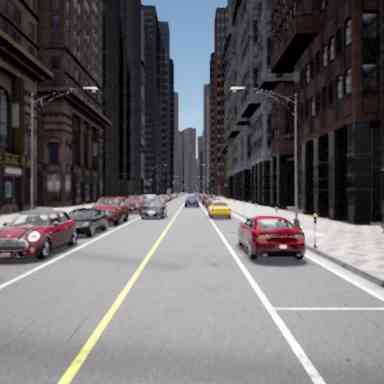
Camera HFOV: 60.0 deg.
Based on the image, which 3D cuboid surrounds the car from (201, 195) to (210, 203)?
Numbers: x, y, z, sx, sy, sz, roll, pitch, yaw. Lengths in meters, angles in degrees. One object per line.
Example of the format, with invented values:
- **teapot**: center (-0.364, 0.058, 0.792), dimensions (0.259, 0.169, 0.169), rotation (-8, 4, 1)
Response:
- **car**: center (2.752, 1.457, 68.504), dimensions (1.752, 1.417, 4.829), rotation (0, 0, 0)

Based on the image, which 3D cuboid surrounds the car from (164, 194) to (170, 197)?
- **car**: center (-5.772, 1.375, 62.716), dimensions (1.967, 1.590, 4.097), rotation (0, 0, 0)

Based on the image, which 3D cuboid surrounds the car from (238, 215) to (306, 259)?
- **car**: center (2.763, 1.528, 12.313), dimensions (1.887, 1.381, 4.507), rotation (0, 0, 0)

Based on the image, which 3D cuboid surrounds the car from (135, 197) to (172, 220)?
- **car**: center (-3.104, 1.456, 27.803), dimensions (2.128, 1.511, 4.902), rotation (0, 0, 0)

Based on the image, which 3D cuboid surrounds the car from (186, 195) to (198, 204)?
- **car**: center (-0.012, 1.425, 64.353), dimensions (2.128, 1.511, 4.902), rotation (0, 0, 0)

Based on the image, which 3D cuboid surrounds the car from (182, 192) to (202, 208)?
- **car**: center (-0.005, 1.296, 48.082), dimensions (2.097, 1.767, 4.553), rotation (0, 0, 0)

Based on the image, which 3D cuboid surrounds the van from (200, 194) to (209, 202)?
- **van**: center (2.751, 1.270, 73.936), dimensions (1.690, 1.788, 3.998), rotation (0, 0, 0)

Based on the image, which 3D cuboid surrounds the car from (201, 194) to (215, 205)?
- **car**: center (2.754, 1.253, 57.129), dimensions (2.192, 1.841, 5.009), rotation (0, 0, 0)

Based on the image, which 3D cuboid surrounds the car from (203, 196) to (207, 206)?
- **car**: center (2.757, 1.502, 40.323), dimensions (2.008, 1.369, 4.403), rotation (0, 0, 0)

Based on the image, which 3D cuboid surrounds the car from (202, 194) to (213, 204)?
- **car**: center (2.756, 1.387, 45.926), dimensions (1.967, 1.590, 4.097), rotation (0, 0, 0)

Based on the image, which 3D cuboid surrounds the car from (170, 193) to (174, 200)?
- **car**: center (-5.774, 1.369, 73.919), dimensions (1.967, 1.590, 4.097), rotation (0, 0, 0)

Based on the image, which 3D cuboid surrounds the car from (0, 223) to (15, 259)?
- **car**: center (-5.761, 1.557, 6.698), dimensions (1.947, 1.339, 4.313), rotation (0, 0, 0)

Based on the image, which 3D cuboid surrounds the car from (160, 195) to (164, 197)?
- **car**: center (-5.770, 1.468, 51.341), dimensions (1.752, 1.417, 4.829), rotation (0, 0, 0)

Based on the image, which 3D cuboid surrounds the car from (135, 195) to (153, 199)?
- **car**: center (-5.766, 1.272, 34.707), dimensions (2.192, 1.841, 5.009), rotation (0, 0, 0)

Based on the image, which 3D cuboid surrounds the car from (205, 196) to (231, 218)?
- **car**: center (2.344, 1.421, 29.160), dimensions (1.801, 1.575, 5.366), rotation (0, 0, 0)

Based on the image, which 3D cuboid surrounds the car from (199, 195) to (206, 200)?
- **car**: center (2.747, 1.502, 90.742), dimensions (1.802, 1.307, 4.206), rotation (0, 0, 0)

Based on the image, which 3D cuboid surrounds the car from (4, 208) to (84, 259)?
- **car**: center (-5.762, 1.424, 12.300), dimensions (1.967, 1.590, 4.097), rotation (0, 0, 0)

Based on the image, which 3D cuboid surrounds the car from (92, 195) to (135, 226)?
- **car**: center (-5.764, 1.285, 23.503), dimensions (2.192, 1.841, 5.009), rotation (0, 0, 0)

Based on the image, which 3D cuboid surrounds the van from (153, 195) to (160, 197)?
- **van**: center (-5.768, 1.288, 45.910), dimensions (1.690, 1.788, 3.998), rotation (0, 0, 0)

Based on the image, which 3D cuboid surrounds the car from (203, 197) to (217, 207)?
- **car**: center (2.755, 1.524, 51.527), dimensions (1.802, 1.307, 4.206), rotation (0, 0, 0)

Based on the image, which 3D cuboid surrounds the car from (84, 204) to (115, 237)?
- **car**: center (-5.763, 1.542, 17.901), dimensions (1.947, 1.339, 4.313), rotation (0, 0, 0)

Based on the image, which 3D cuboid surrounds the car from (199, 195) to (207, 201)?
- **car**: center (2.748, 1.505, 85.140), dimensions (1.802, 1.307, 4.206), rotation (0, 0, 0)
